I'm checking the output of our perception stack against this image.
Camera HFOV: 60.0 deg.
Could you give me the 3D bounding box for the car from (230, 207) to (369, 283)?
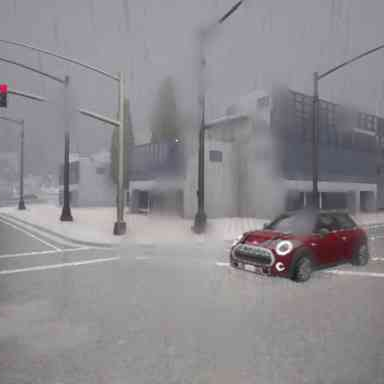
[{"bbox_3d":[3.273,1.368,9.891,4.553,1.767,2.097,0,0,-37],"label":"car"}]
